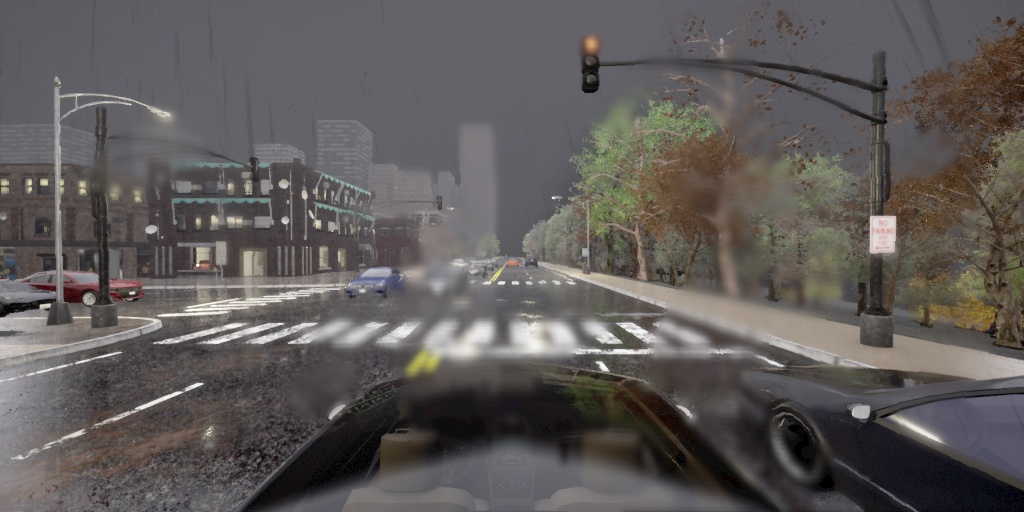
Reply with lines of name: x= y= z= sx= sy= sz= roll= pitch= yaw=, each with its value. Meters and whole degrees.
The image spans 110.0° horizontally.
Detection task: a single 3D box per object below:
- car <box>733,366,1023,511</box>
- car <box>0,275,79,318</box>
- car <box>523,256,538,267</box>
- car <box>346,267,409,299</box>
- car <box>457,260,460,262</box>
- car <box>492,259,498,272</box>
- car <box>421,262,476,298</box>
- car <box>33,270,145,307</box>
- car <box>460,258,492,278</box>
car: x=3.350 y=1.297 z=1.482 sx=2.033 sy=1.411 sz=5.357 roll=0 pitch=0 yaw=0
car: x=-19.933 y=1.564 z=13.658 sx=4.313 sy=1.339 sz=1.948 roll=0 pitch=0 yaw=0
car: x=3.424 y=0.948 z=64.229 sx=2.150 sy=2.045 sz=5.566 roll=0 pitch=0 yaw=0
car: x=-6.581 y=1.272 z=18.095 sx=1.812 sy=1.442 sz=4.674 roll=0 pitch=0 yaw=0
car: x=-6.546 y=1.260 z=45.599 sx=1.812 sy=1.442 sz=4.674 roll=0 pitch=0 yaw=0
car: x=-3.292 y=1.224 z=46.911 sx=2.128 sy=1.511 sz=4.902 roll=0 pitch=0 yaw=0
car: x=-3.330 y=1.237 z=18.599 sx=2.128 sy=1.511 sz=4.902 roll=0 pitch=0 yaw=0
car: x=-19.822 y=1.448 z=16.363 sx=5.008 sy=1.535 sz=1.882 roll=-1 pitch=1 yaw=0
car: x=-3.311 y=1.232 z=33.927 sx=2.128 sy=1.511 sz=4.902 roll=0 pitch=0 yaw=0
